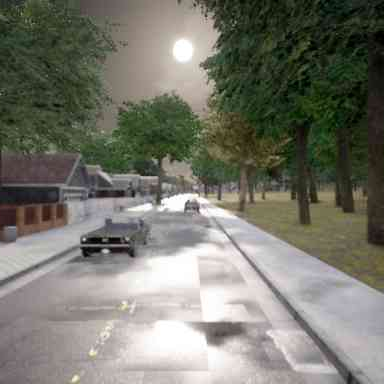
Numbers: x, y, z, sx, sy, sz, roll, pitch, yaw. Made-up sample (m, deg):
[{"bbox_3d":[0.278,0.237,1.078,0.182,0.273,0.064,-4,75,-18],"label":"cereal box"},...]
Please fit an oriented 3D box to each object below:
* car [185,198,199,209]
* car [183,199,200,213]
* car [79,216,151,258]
[{"bbox_3d":[-0.033,1.692,50.091,2.033,1.411,5.357,0,0,0],"label":"car"},{"bbox_3d":[-0.026,1.622,39.476,2.128,1.511,4.902,0,0,0],"label":"car"},{"bbox_3d":[-2.841,1.655,13.135,1.895,1.301,4.718,0,0,0],"label":"car"}]
